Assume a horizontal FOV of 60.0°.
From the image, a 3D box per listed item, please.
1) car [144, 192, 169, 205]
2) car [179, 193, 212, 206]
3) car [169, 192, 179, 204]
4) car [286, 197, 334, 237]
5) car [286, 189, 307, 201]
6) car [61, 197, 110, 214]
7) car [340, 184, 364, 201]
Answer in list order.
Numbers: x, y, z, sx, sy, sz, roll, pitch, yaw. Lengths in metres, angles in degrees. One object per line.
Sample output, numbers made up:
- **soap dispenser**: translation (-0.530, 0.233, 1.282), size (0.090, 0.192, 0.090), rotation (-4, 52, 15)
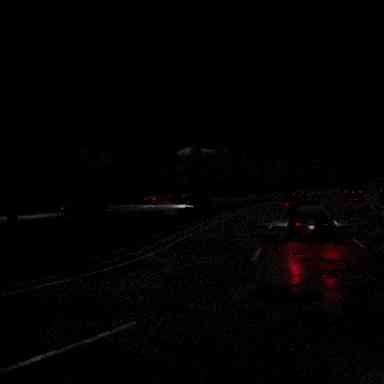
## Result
- **car**: translation (-4.572, 0.846, 46.392), size (2.097, 1.767, 4.553), rotation (-1, 1, 38)
- **car**: translation (0.764, 0.968, 41.870), size (1.994, 1.385, 4.181), rotation (-1, 1, 38)
- **car**: translation (-0.615, 0.915, 45.792), size (1.812, 1.442, 4.674), rotation (-1, 1, 37)
- **car**: translation (5.489, 1.160, 15.533), size (1.812, 1.442, 4.674), rotation (-1, 1, 17)
- **car**: translation (14.154, 0.333, 45.031), size (2.097, 1.767, 4.553), rotation (-1, 1, 28)
- **car**: translation (-10.895, 1.332, 34.256), size (4.902, 1.511, 2.128), rotation (-2, 1, -43)
- **car**: translation (20.150, 0.080, 41.482), size (2.150, 2.045, 5.566), rotation (-1, 1, 27)
